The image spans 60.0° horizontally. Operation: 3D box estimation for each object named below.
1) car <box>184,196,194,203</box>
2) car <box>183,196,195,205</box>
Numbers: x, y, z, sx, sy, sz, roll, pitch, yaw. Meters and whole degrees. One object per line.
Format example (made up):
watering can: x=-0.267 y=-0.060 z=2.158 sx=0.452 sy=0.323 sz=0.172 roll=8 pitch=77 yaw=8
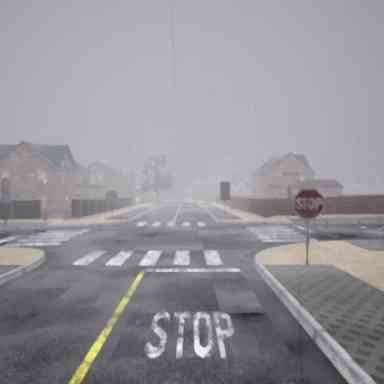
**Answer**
car: x=-0.723 y=1.586 z=71.200 sx=1.994 sy=1.385 sz=4.181 roll=0 pitch=0 yaw=-2
car: x=-0.560 y=1.653 z=61.175 sx=1.812 sy=1.442 sz=4.674 roll=0 pitch=0 yaw=-1
